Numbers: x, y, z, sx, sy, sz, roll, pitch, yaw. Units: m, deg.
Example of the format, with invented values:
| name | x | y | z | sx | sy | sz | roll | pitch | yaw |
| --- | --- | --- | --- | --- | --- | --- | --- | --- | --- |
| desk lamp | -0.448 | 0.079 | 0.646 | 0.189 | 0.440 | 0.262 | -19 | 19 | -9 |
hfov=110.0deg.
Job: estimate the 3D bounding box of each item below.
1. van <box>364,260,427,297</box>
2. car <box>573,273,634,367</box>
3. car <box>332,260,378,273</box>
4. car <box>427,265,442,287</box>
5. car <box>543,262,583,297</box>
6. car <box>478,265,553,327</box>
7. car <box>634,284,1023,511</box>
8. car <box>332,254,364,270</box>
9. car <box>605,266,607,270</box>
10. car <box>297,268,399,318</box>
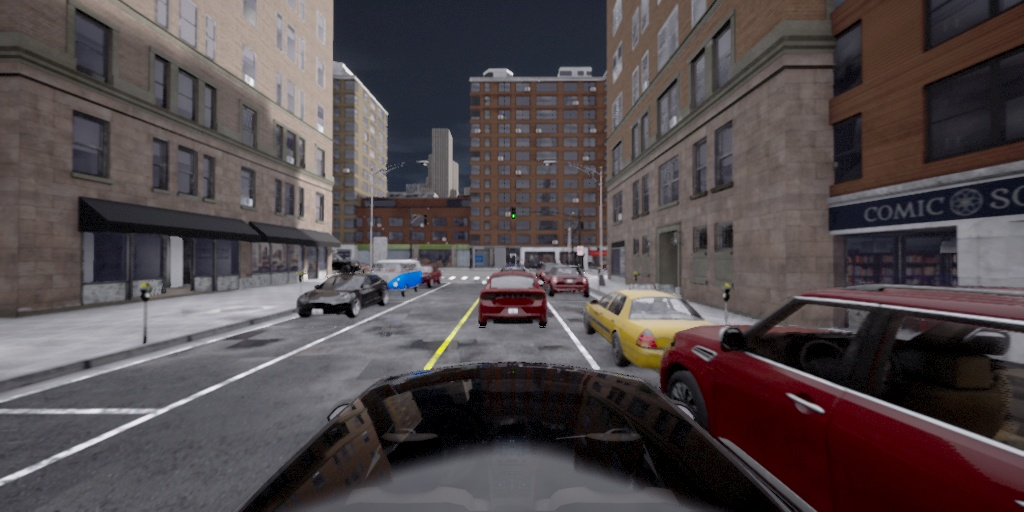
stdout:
| name | x | y | z | sx | sy | sz | roll | pitch | yaw |
| --- | --- | --- | --- | --- | --- | --- | --- | --- | --- |
| van | -5.858 | 1.072 | 18.467 | 1.690 | 1.789 | 3.998 | 0 | 0 | 0 |
| car | 2.668 | 1.267 | 7.670 | 1.751 | 1.417 | 4.829 | 0 | 0 | 0 |
| car | -17.484 | 1.133 | 40.101 | 4.181 | 1.385 | 1.994 | 0 | -1 | 0 |
| car | -5.858 | 1.271 | 23.949 | 1.888 | 1.381 | 4.507 | 0 | 0 | 0 |
| car | 2.668 | 1.171 | 18.466 | 1.967 | 1.591 | 4.097 | 0 | 0 | 0 |
| car | 0.017 | 1.216 | 11.460 | 1.882 | 1.535 | 5.008 | 0 | 0 | 0 |
| car | 2.668 | 1.064 | 2.017 | 2.192 | 1.841 | 5.009 | 0 | 0 | 0 |
| car | -18.394 | 0.757 | 36.862 | 5.566 | 2.045 | 2.150 | 0 | -1 | 0 |
| car | 14.446 | 1.401 | 46.601 | 4.674 | 1.442 | 1.812 | 0 | -1 | 2 |
| car | -5.857 | 1.302 | 12.984 | 1.948 | 1.339 | 4.313 | 0 | 0 | 0 |
